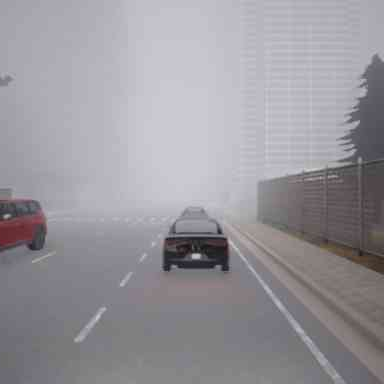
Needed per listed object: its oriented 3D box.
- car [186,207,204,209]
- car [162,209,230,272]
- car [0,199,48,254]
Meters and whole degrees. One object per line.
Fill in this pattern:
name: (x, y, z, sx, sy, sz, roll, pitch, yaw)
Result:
car: (0.179, 1.665, 22.278, 1.994, 1.385, 4.181, 0, 0, 3)
car: (0.130, 1.527, 11.024, 1.882, 1.535, 5.008, 0, -1, 0)
car: (-7.044, 1.272, 11.527, 2.150, 2.045, 5.566, 0, 0, 0)
